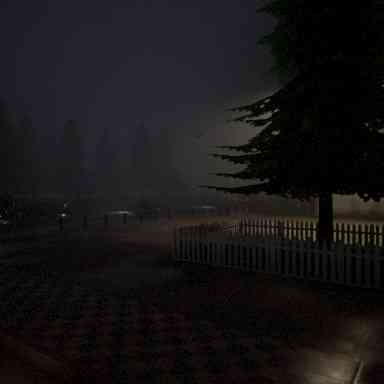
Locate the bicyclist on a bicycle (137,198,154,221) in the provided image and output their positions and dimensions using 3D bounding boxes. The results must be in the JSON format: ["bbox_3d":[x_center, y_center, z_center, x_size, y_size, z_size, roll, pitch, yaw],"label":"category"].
[{"bbox_3d":[-3.433,1.302,24.414,1.656,1.620,0.582,0,0,35],"label":"bicyclist on a bicycle"}]

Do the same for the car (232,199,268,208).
[{"bbox_3d":[8.356,1.221,47.473,2.150,2.045,5.566,0,0,36],"label":"car"}]

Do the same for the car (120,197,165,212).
[{"bbox_3d":[-6.016,1.547,39.711,2.033,1.411,5.357,0,0,35],"label":"car"}]

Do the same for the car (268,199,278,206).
[{"bbox_3d":[14.267,1.547,55.774,2.033,1.411,5.357,0,0,36],"label":"car"}]

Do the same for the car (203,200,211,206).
[{"bbox_3d":[3.835,1.548,53.387,2.033,1.411,5.357,0,0,36],"label":"car"}]

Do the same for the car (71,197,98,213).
[{"bbox_3d":[-12.623,1.352,36.470,2.097,1.767,4.553,0,0,36],"label":"car"}]

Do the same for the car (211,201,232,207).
[{"bbox_3d":[5.088,1.564,48.990,1.994,1.385,4.181,0,0,35],"label":"car"}]

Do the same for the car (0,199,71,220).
[{"bbox_3d":[-13.737,1.547,28.882,2.033,1.411,5.357,0,0,35],"label":"car"}]

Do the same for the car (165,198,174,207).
[{"bbox_3d":[-4.454,1.526,47.901,1.812,1.442,4.674,0,0,36],"label":"car"}]

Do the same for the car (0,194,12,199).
[{"bbox_3d":[-18.224,1.222,28.617,2.150,2.045,5.566,0,0,35],"label":"car"}]
